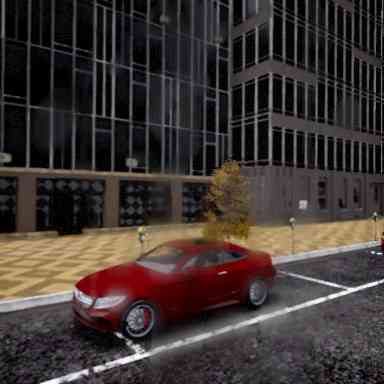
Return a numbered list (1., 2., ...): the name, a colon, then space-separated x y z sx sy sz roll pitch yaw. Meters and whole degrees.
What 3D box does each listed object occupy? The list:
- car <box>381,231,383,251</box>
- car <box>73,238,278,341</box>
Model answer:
1. car: 9.164 1.649 13.098 4.507 1.381 1.887 0 0 -36
2. car: -0.103 1.607 6.484 4.206 1.307 1.802 0 0 -36
